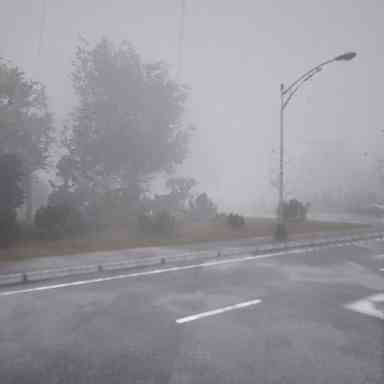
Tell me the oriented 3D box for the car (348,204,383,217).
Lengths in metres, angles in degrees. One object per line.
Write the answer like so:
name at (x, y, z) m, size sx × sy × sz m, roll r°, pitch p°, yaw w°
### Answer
car at (21.403, 2.190, 40.411) m, size 1.812 × 1.442 × 4.674 m, roll 1°, pitch -2°, yaw -32°
